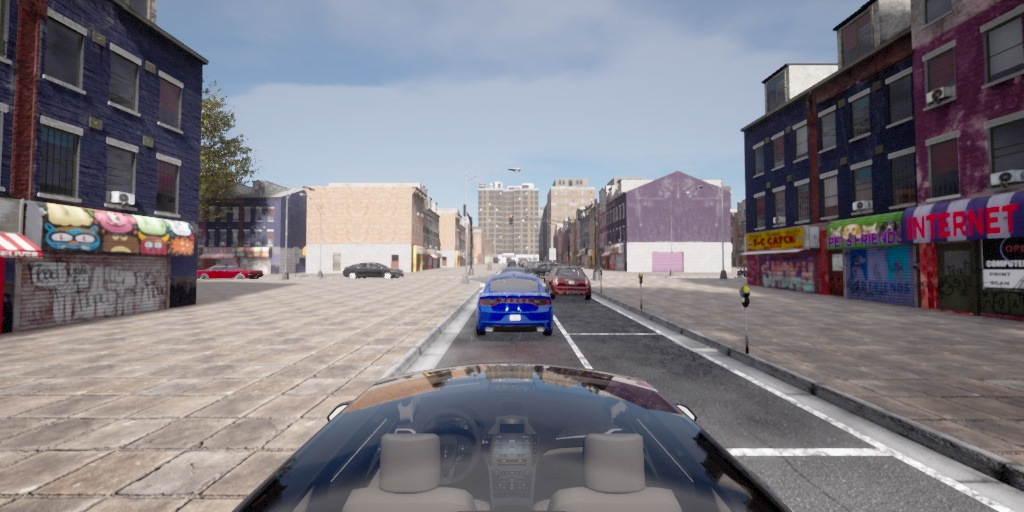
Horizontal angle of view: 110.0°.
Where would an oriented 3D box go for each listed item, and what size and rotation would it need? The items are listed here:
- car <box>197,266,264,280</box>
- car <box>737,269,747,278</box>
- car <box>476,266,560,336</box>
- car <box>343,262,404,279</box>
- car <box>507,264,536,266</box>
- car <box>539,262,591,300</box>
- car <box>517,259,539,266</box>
[{"bbox_3d":[-23.596,1.452,30.003,4.718,1.301,1.895,-1,-2,0],"label":"car"},{"bbox_3d":[23.606,1.352,32.664,5.357,1.411,2.033,0,-2,0],"label":"car"},{"bbox_3d":[0.037,1.232,10.500,1.882,1.535,5.008,0,0,-1],"label":"car"},{"bbox_3d":[-11.513,1.265,29.944,4.892,1.490,1.837,0,-2,2],"label":"car"},{"bbox_3d":[0.095,1.290,18.087,1.812,1.442,4.674,0,0,0],"label":"car"},{"bbox_3d":[2.632,1.203,17.888,1.967,1.591,4.097,0,0,0],"label":"car"},{"bbox_3d":[3.069,1.319,32.788,4.892,1.490,1.837,1,-2,0],"label":"car"}]
